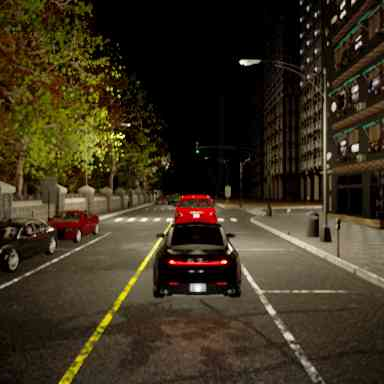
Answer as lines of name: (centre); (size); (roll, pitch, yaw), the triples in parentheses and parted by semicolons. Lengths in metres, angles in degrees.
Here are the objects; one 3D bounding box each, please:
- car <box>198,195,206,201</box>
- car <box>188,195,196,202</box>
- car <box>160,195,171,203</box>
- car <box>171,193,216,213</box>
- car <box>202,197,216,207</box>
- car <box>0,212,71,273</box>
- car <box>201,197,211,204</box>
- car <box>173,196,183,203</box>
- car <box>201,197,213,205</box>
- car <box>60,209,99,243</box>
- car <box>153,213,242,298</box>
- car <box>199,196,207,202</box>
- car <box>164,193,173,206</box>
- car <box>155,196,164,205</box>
car: (2.730, 1.517, 87.815); (1.967, 1.590, 4.097); (0, 0, 0)
car: (0.034, 1.533, 80.891); (1.882, 1.535, 5.008); (0, 0, 0)
car: (-5.658, 1.490, 70.921); (1.967, 1.590, 4.097); (0, 0, 0)
car: (0.116, 1.225, 18.434); (2.150, 2.045, 5.566); (0, 0, -2)
car: (2.714, 1.596, 54.020); (1.947, 1.339, 4.313); (0, 0, 0)
car: (-5.763, 1.552, 10.565); (2.008, 1.369, 4.403); (0, 0, 0)
car: (2.719, 1.608, 65.285); (1.947, 1.339, 4.313); (0, 0, 0)
car: (-2.972, 1.604, 71.916); (1.994, 1.385, 4.181); (0, 0, 0)
car: (2.717, 1.602, 59.652); (1.947, 1.339, 4.313); (0, 0, 0)
car: (-5.812, 1.548, 16.105); (1.887, 1.381, 4.507); (0, 0, 0)
car: (0.102, 1.506, 8.518); (1.837, 1.490, 4.892); (0, 0, 0)
car: (2.727, 1.612, 82.183); (1.887, 1.381, 4.507); (0, 0, 0)
car: (-3.056, 1.254, 56.502); (2.150, 2.045, 5.566); (0, 0, 0)
car: (-5.664, 1.618, 59.656); (1.802, 1.307, 4.206); (0, 0, 0)
